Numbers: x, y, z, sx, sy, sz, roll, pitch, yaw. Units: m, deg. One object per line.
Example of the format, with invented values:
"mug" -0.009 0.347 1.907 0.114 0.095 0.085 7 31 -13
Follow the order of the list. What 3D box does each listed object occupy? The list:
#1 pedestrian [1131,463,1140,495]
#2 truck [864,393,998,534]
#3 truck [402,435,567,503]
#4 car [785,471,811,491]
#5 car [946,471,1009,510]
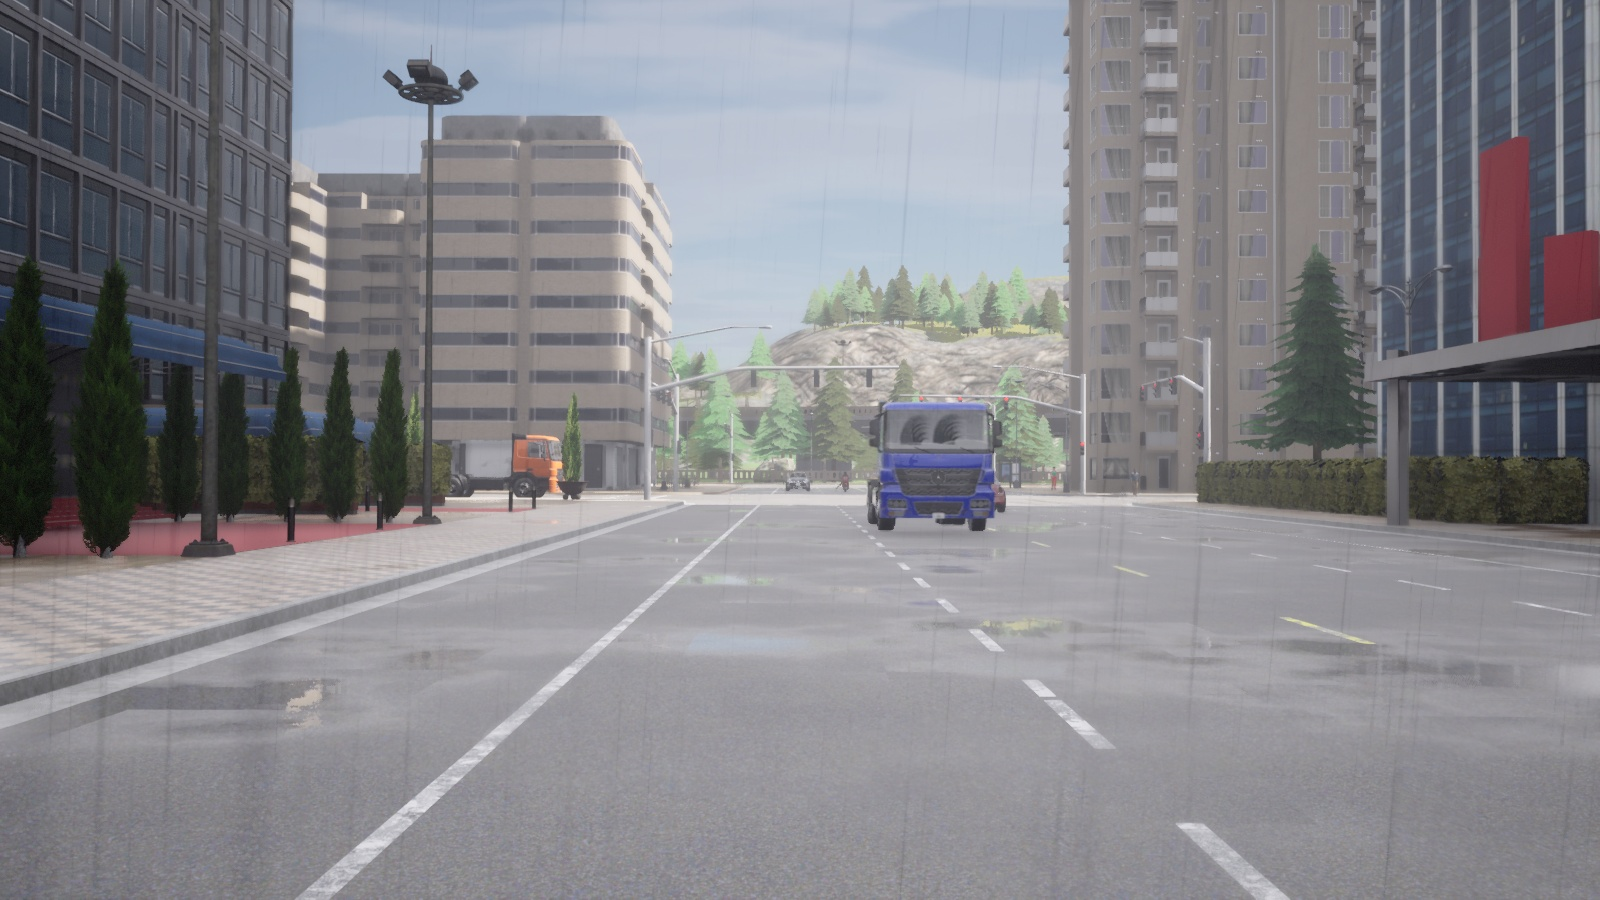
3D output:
"pedestrian" 20.758 1.788 77.603 0.423 1.949 0.788 0 -1 8
"truck" 3.443 0.401 35.075 2.891 3.462 7.936 0 -1 0
"truck" -16.486 0.994 66.015 7.936 3.462 2.891 0 -1 0
"car" -0.144 2.385 96.634 1.970 1.475 3.806 0 -1 0
"car" 6.925 1.571 49.331 1.970 1.475 3.806 0 -1 0
